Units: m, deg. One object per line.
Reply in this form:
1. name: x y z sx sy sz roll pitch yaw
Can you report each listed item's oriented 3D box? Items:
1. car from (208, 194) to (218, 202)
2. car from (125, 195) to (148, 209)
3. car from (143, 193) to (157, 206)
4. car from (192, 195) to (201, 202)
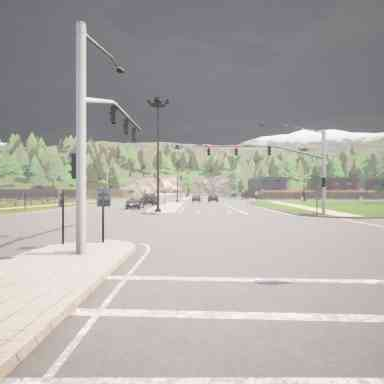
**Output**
1. car: 4.377 1.188 69.710 2.097 1.767 4.553 0 0 1
2. car: -7.573 1.491 44.319 2.128 1.511 4.902 0 0 1
3. car: -7.368 1.221 56.750 2.150 2.045 5.566 0 0 2
4. car: 0.878 1.358 69.786 2.128 1.511 4.902 0 0 1
